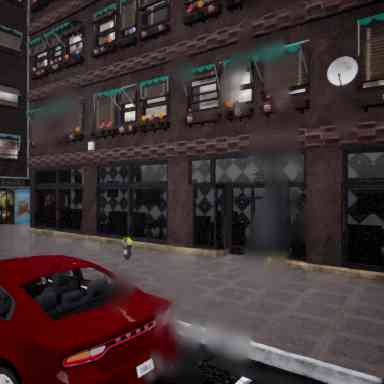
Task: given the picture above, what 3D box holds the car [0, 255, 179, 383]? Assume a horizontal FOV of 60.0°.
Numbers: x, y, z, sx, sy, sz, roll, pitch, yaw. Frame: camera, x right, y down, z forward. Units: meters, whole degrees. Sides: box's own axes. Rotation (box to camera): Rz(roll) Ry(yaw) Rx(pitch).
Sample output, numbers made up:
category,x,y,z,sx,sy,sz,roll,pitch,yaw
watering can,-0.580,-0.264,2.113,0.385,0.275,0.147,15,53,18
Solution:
category,x,y,z,sx,sy,sz,roll,pitch,yaw
car,-2.262,1.544,4.478,4.507,1.381,1.887,0,0,35
